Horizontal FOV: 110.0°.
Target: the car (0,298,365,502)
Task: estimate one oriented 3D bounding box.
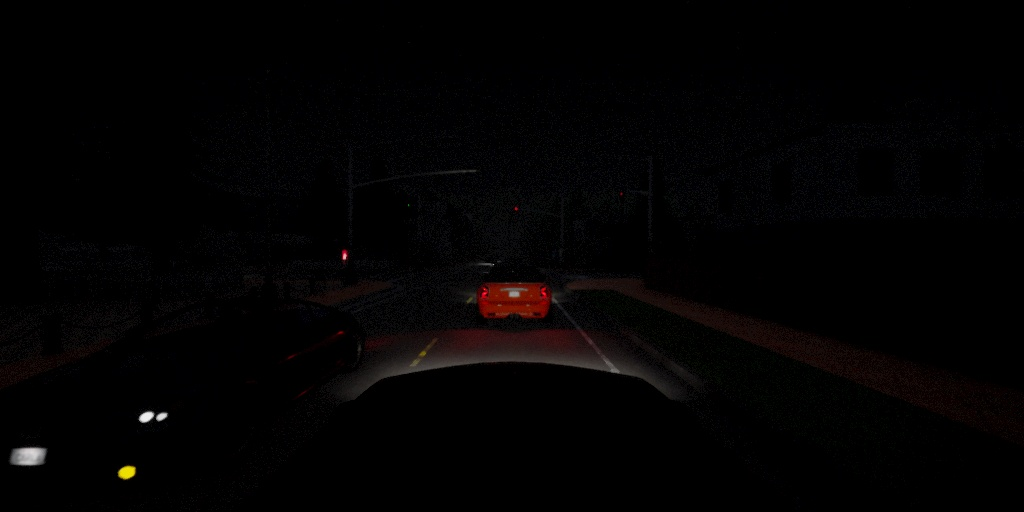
[{"bbox_3d":[-3.586,1.275,4.650,1.994,1.385,4.181,0,1,0],"label":"car"}]

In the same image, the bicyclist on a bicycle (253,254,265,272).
[{"bbox_3d":[-23.564,0.651,33.375,0.582,1.620,1.656,0,1,-2],"label":"bicyclist on a bicycle"}]

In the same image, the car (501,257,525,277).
[{"bbox_3d":[0.080,0.876,30.156,1.837,1.490,4.892,0,1,0],"label":"car"}]

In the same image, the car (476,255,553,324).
[{"bbox_3d":[0.069,0.976,11.521,2.097,1.767,4.553,0,1,0],"label":"car"}]

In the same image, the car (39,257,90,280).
[{"bbox_3d":[-33.794,0.977,25.615,4.674,1.442,1.812,0,1,-2],"label":"car"}]
